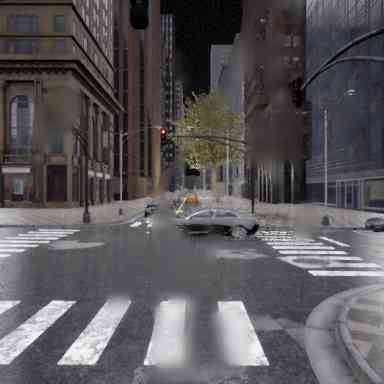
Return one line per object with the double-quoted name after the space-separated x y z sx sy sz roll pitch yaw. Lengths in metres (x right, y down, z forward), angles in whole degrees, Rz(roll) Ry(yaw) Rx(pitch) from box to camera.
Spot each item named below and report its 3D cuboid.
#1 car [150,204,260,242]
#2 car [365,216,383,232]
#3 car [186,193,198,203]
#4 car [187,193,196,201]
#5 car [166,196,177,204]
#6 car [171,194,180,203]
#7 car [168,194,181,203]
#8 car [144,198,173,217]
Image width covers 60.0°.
0.734 1.486 15.728 4.902 1.511 2.128 0 0 0 "car"
11.907 1.631 18.342 4.403 1.369 2.008 0 0 0 "car"
0.021 1.042 60.774 2.097 1.767 4.553 0 1 0 "car"
-0.043 1.061 70.662 1.882 1.535 5.008 0 1 0 "car"
-3.144 1.468 39.078 1.895 1.301 4.718 0 0 0 "car"
-3.153 1.391 49.415 1.895 1.301 4.718 0 0 0 "car"
-3.119 1.190 59.811 2.128 1.511 4.902 0 1 1 "car"
-3.134 1.489 30.286 1.994 1.385 4.181 0 0 0 "car"
